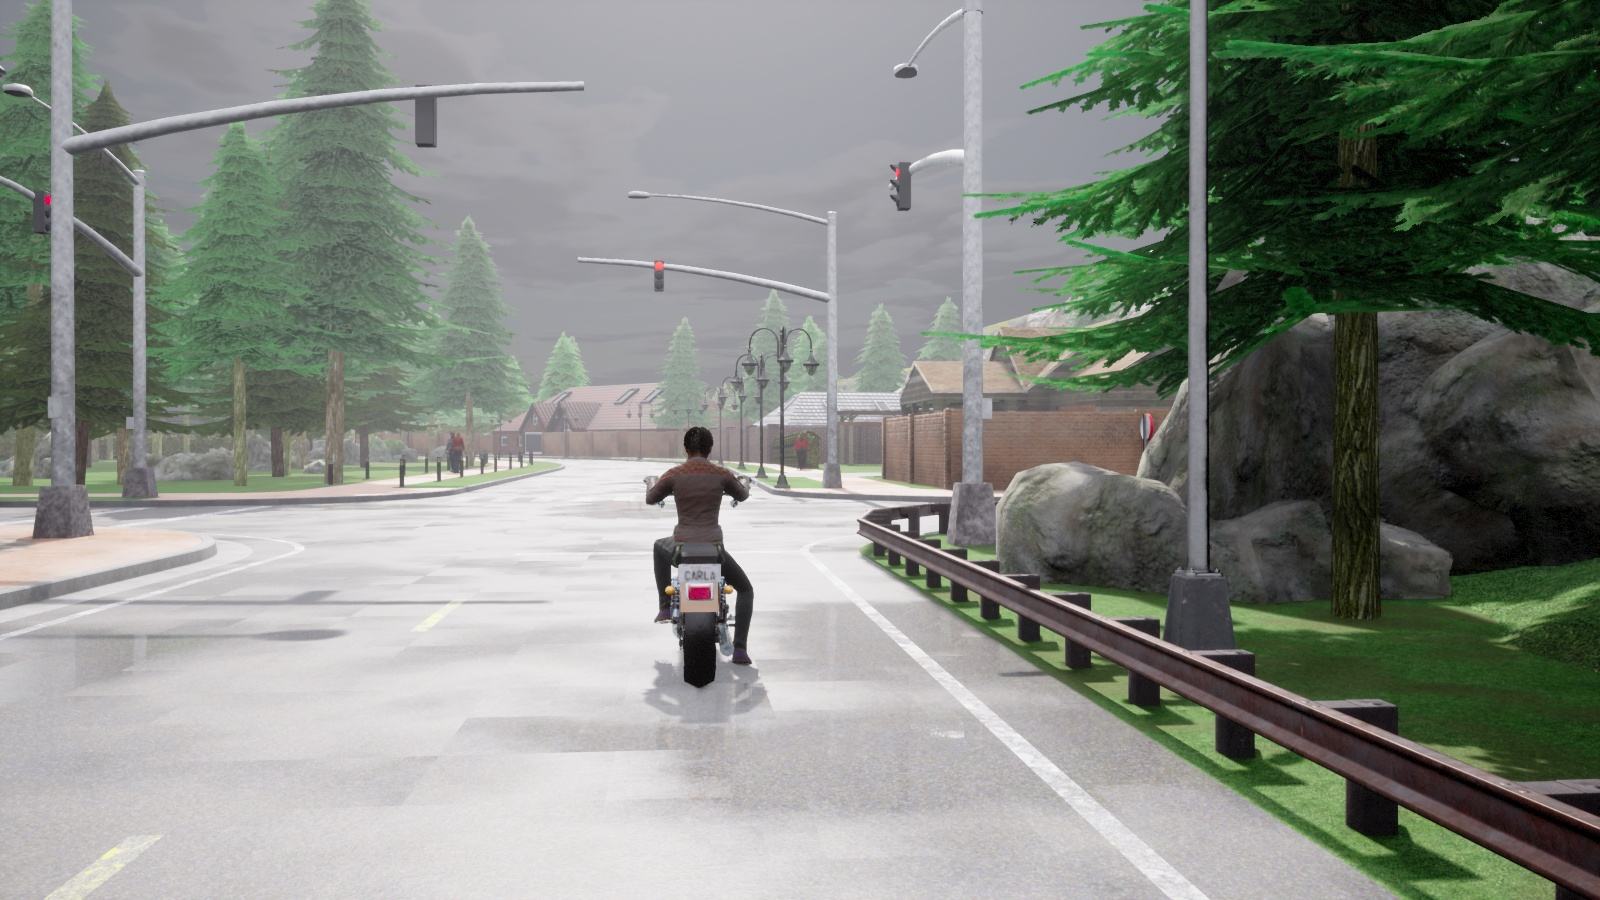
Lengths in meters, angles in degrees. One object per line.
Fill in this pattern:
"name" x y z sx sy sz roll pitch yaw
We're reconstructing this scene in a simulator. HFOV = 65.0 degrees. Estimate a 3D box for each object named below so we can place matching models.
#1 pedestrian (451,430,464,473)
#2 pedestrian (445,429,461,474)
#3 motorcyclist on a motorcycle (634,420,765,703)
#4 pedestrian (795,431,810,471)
"pedestrian" -14.646 0.057 53.713 0.331 1.846 0.636 0 0 3
"pedestrian" -15.232 0.049 55.155 0.423 1.949 0.788 0 0 5
"motorcyclist on a motorcycle" -0.693 0.648 8.534 0.766 1.649 2.350 0 0 -5
"pedestrian" 0.095 0.045 59.664 0.634 1.844 0.899 0 0 -5
